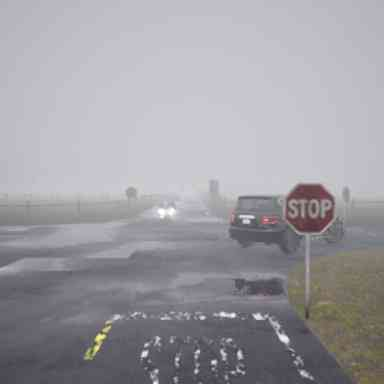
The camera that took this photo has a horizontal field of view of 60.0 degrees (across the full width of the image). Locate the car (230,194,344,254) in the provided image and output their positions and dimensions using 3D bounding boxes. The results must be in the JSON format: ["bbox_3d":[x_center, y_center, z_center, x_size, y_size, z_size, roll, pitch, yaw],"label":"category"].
[{"bbox_3d":[3.857,1.095,13.139,5.566,2.045,2.150,0,-1,-42],"label":"car"}]

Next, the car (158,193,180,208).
[{"bbox_3d":[-2.841,1.035,38.592,2.128,1.511,4.902,0,1,0],"label":"car"}]
